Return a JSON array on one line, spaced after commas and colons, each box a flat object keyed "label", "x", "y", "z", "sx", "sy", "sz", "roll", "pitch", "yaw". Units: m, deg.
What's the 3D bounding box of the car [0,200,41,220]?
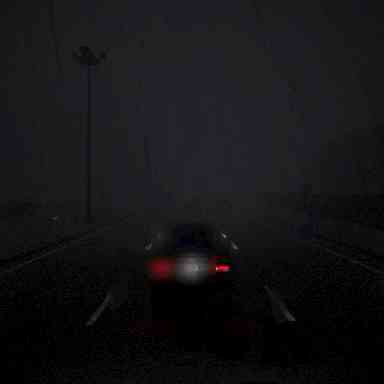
[{"label": "car", "x": -15.049, "y": 1.491, "z": 28.477, "sx": 2.128, "sy": 1.511, "sz": 4.902, "roll": 0, "pitch": 0, "yaw": 0}]

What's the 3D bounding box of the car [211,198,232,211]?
[{"label": "car", "x": 3.615, "y": 1.478, "z": 39.789, "sx": 1.882, "sy": 1.535, "sz": 5.008, "roll": 0, "pitch": 0, "yaw": 0}]

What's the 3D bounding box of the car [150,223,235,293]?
[{"label": "car", "x": 0.007, "y": 1.548, "z": 8.959, "sx": 2.033, "sy": 1.411, "sz": 5.357, "roll": 0, "pitch": 0, "yaw": 0}]

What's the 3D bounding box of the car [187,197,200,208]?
[{"label": "car", "x": 0.192, "y": 1.505, "z": 50.230, "sx": 1.837, "sy": 1.490, "sz": 4.892, "roll": 0, "pitch": 0, "yaw": 0}]

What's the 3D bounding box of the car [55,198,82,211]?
[{"label": "car", "x": -14.916, "y": 1.478, "z": 40.404, "sx": 1.882, "sy": 1.535, "sz": 5.008, "roll": 0, "pitch": 1, "yaw": 1}]

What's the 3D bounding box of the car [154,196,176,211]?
[{"label": "car", "x": -3.384, "y": 1.547, "z": 39.954, "sx": 2.033, "sy": 1.411, "sz": 5.357, "roll": 0, "pitch": 0, "yaw": 0}]

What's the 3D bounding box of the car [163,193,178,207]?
[{"label": "car", "x": -3.308, "y": 1.221, "z": 50.284, "sx": 2.150, "sy": 2.045, "sz": 5.566, "roll": 0, "pitch": 0, "yaw": 0}]

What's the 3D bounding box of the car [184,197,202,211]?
[{"label": "car", "x": 0.116, "y": 1.491, "z": 39.895, "sx": 2.128, "sy": 1.511, "sz": 4.902, "roll": 0, "pitch": 0, "yaw": 0}]

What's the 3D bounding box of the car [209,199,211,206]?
[{"label": "car", "x": 3.692, "y": 1.564, "z": 50.206, "sx": 1.994, "sy": 1.385, "sz": 4.181, "roll": 0, "pitch": 0, "yaw": 0}]

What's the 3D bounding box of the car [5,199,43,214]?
[{"label": "car", "x": -18.473, "y": 1.564, "z": 36.818, "sx": 1.994, "sy": 1.385, "sz": 4.181, "roll": 0, "pitch": 0, "yaw": 1}]
